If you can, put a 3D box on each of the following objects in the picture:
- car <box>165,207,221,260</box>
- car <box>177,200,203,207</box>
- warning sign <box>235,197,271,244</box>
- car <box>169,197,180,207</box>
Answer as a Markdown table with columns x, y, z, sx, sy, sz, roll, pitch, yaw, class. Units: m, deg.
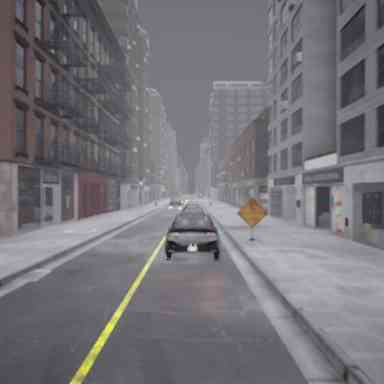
| x | y | z | sx | sy | sz | roll | pitch | yaw | class |
| --- | --- | --- | --- | --- | --- | --- | --- | --- | --- |
| 0.044 | 1.534 | 12.601 | 2.128 | 1.511 | 4.902 | 0 | 0 | 1 | car |
| 0.047 | 1.660 | 27.878 | 1.994 | 1.385 | 4.181 | 0 | 0 | 1 | car |
| 2.522 | 1.162 | 13.915 | 1.300 | 1.860 | 1.060 | 0 | 0 | 0 | warning sign |
| -2.814 | 1.675 | 57.001 | 1.882 | 1.535 | 5.008 | 0 | 0 | 0 | car |
